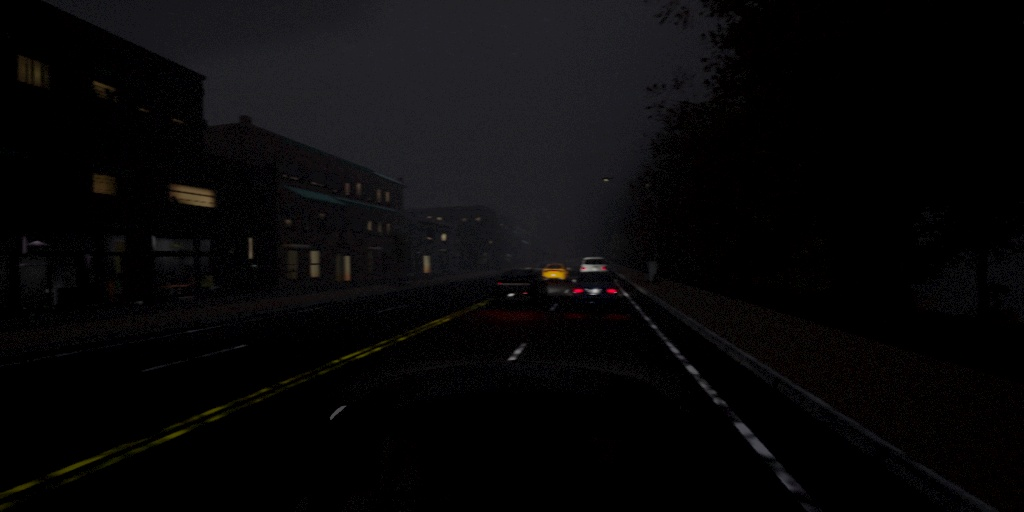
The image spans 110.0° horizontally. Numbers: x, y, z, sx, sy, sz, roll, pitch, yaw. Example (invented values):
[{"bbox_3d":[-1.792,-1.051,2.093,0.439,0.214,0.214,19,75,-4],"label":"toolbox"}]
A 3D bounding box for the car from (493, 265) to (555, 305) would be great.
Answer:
[{"bbox_3d":[0.509,1.349,16.637,2.128,1.511,4.902,-1,0,13],"label":"car"}]

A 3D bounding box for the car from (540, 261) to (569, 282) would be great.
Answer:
[{"bbox_3d":[3.897,1.405,31.441,1.882,1.535,5.008,-1,0,13],"label":"car"}]

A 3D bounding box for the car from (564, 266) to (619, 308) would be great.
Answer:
[{"bbox_3d":[3.607,1.359,15.615,2.033,1.411,5.357,-1,0,13],"label":"car"}]

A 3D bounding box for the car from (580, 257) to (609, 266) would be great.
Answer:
[{"bbox_3d":[6.957,1.098,30.278,2.150,2.045,5.566,-1,0,13],"label":"car"}]
